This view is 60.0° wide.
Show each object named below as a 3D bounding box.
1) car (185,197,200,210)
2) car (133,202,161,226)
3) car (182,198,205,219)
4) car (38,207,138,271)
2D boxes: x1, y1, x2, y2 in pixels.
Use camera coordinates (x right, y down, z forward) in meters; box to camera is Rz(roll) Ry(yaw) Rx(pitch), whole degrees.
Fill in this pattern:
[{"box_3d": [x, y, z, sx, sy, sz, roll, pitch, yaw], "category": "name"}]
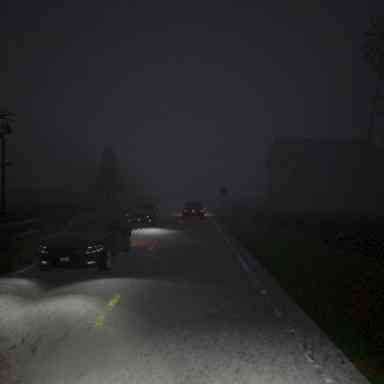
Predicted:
[{"box_3d": [0.100, 1.452, 42.045, 1.812, 1.442, 4.674, 0, 0, 0], "category": "car"}, {"box_3d": [-3.249, 1.466, 22.950, 1.837, 1.490, 4.892, 0, 0, 0], "category": "car"}, {"box_3d": [0.096, 1.499, 28.163, 2.033, 1.411, 5.357, 0, 0, 0], "category": "car"}, {"box_3d": [-3.250, 1.459, 11.022, 1.882, 1.535, 5.008, 0, 0, 0], "category": "car"}]
